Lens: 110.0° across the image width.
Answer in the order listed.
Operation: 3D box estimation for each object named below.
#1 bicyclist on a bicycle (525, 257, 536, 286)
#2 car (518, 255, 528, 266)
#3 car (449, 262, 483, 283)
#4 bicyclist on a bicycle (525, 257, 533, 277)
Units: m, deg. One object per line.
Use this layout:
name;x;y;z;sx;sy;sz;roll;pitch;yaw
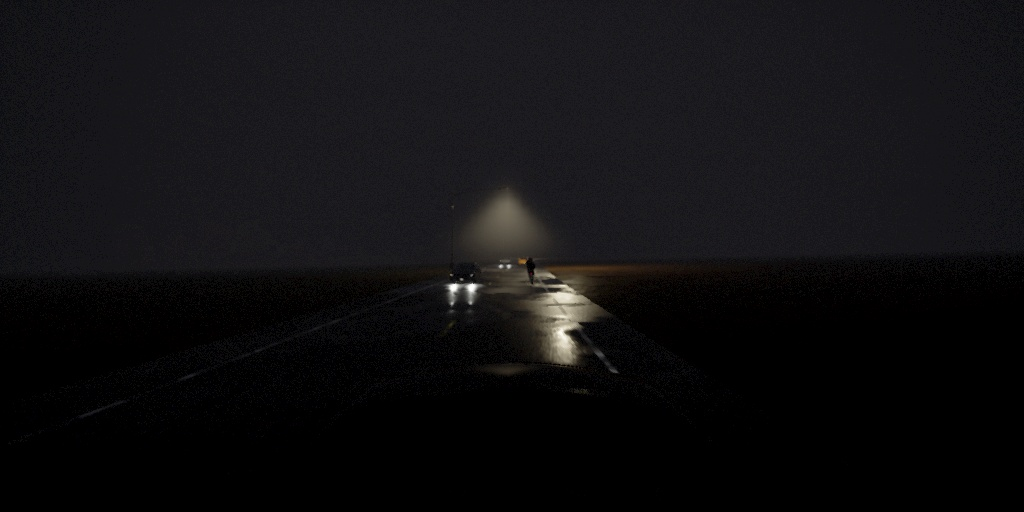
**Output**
bicyclist on a bicycle;1.219;0.998;22.729;0.659;1.776;1.843;0;1;1
car;1.974;0.876;61.563;1.882;1.535;5.008;0;0;3
car;-3.245;1.144;26.265;2.033;1.411;5.357;0;0;2
bicyclist on a bicycle;1.487;0.944;31.696;0.659;1.776;1.843;0;1;2
